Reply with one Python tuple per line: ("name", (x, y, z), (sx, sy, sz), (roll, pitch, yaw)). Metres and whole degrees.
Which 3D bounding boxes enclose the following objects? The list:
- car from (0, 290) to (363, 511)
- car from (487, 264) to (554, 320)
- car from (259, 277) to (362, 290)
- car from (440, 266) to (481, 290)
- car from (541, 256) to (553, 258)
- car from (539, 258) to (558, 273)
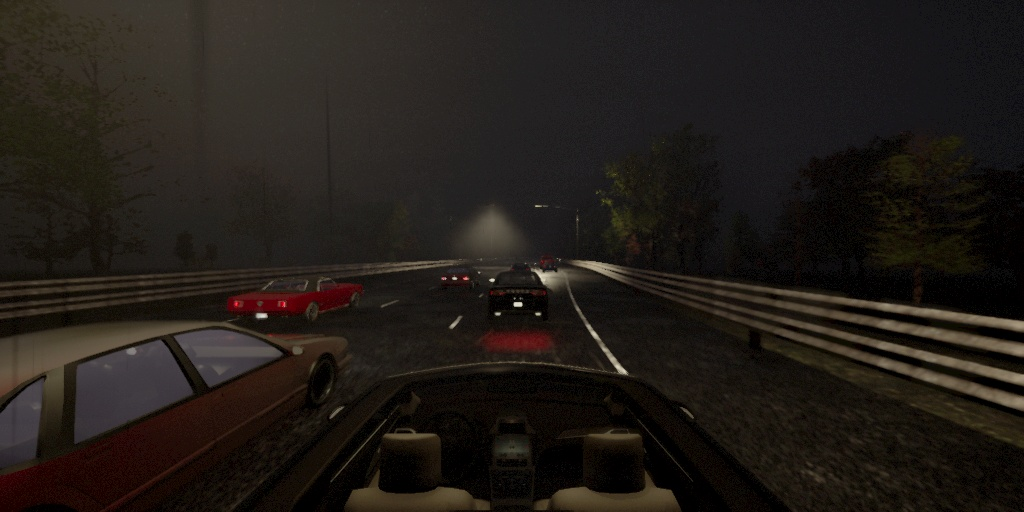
("car", (-3.387, 1.296, 3.086), (2.033, 1.411, 5.357), (0, 0, 0))
("car", (0.207, 1.230, 12.692), (1.882, 1.535, 5.008), (0, 0, 1))
("car", (-6.808, 1.348, 12.038), (1.895, 1.301, 4.718), (0, 0, 1))
("car", (-3.098, 1.300, 22.258), (2.033, 1.411, 5.357), (0, 0, 1))
("car", (5.321, 1.008, 54.682), (2.150, 2.045, 5.566), (0, 0, 3))
("car", (4.652, 1.323, 44.221), (2.033, 1.411, 5.357), (0, 0, 4))
